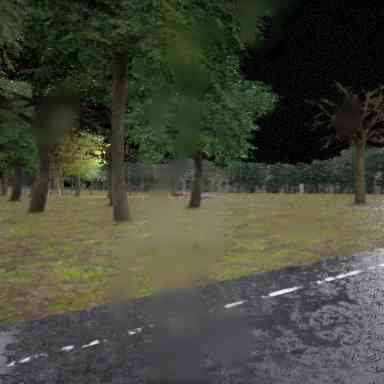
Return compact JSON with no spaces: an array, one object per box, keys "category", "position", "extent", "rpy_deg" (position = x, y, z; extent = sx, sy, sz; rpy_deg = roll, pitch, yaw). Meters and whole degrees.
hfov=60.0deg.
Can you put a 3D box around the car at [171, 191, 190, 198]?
[{"category":"car","position":[-2.593,0.515,71.273],"extent":[1.895,1.301,4.718],"rpy_deg":[2,-1,-36]}]

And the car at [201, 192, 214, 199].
[{"category":"car","position":[2.155,0.723,64.728],"extent":[1.895,1.301,4.718],"rpy_deg":[2,-1,-34]}]
